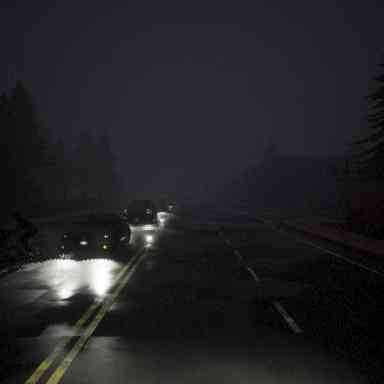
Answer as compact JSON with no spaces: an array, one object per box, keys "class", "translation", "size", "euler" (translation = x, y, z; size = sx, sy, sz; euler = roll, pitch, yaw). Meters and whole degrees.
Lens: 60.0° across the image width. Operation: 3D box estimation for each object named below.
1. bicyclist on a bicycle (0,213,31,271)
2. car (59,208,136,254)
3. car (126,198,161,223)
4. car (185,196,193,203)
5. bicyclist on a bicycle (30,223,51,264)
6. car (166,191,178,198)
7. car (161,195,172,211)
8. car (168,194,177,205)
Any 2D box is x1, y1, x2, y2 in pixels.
[{"class":"bicyclist on a bicycle","translation":[-5.607,1.455,9.340],"size":[1.656,1.620,0.582],"euler":[-2,0,-4]},{"class":"car","translation":[-3.715,1.564,13.340],"size":[1.994,1.385,4.181],"euler":[0,0,-1]},{"class":"car","translation":[-3.828,1.352,25.250],"size":[2.097,1.767,4.553],"euler":[0,0,-1]},{"class":"car","translation":[-0.660,1.540,71.626],"size":[2.033,1.411,5.357],"euler":[0,0,-1]},{"class":"bicyclist on a bicycle","translation":[-5.226,1.455,10.273],"size":[1.656,1.620,0.582],"euler":[-2,0,-3]},{"class":"car","translation":[-4.155,0.840,70.441],"size":[2.150,2.045,5.566],"euler":[0,0,-1]},{"class":"car","translation":[-3.959,1.489,39.740],"size":[2.128,1.511,4.902],"euler":[0,0,0]},{"class":"car","translation":[-4.101,1.547,54.919],"size":[2.033,1.411,5.357],"euler":[0,0,0]}]
